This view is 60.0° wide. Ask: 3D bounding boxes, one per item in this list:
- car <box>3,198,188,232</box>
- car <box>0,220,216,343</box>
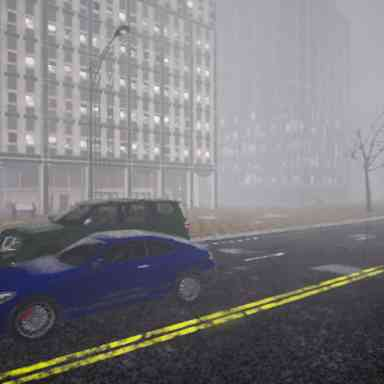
[{"bbox_3d":[-2.621,1.223,9.867,5.566,2.045,2.150,0,0,-36],"label":"car"},{"bbox_3d":[-1.607,1.526,6.593,4.674,1.442,1.812,0,0,-36],"label":"car"}]
